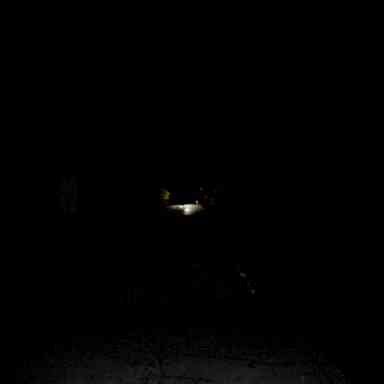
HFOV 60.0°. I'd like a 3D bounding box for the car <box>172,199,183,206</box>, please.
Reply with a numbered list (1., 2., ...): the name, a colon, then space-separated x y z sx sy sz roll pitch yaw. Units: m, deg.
1. car: -2.741 2.044 64.858 1.994 1.385 4.181 0 -1 0
